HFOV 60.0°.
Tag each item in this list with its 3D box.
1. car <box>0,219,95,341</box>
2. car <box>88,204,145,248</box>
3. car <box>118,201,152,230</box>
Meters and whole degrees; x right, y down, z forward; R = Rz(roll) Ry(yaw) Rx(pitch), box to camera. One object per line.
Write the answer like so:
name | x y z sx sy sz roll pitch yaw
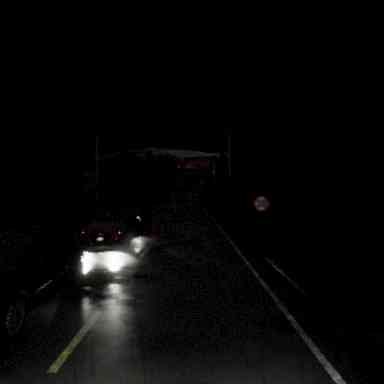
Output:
car | -3.592 1.522 6.636 1.812 1.442 4.674 0 0 0
car | -3.497 1.516 14.673 1.994 1.385 4.181 0 2 0
car | -3.561 1.360 18.949 2.097 1.767 4.553 0 2 0
